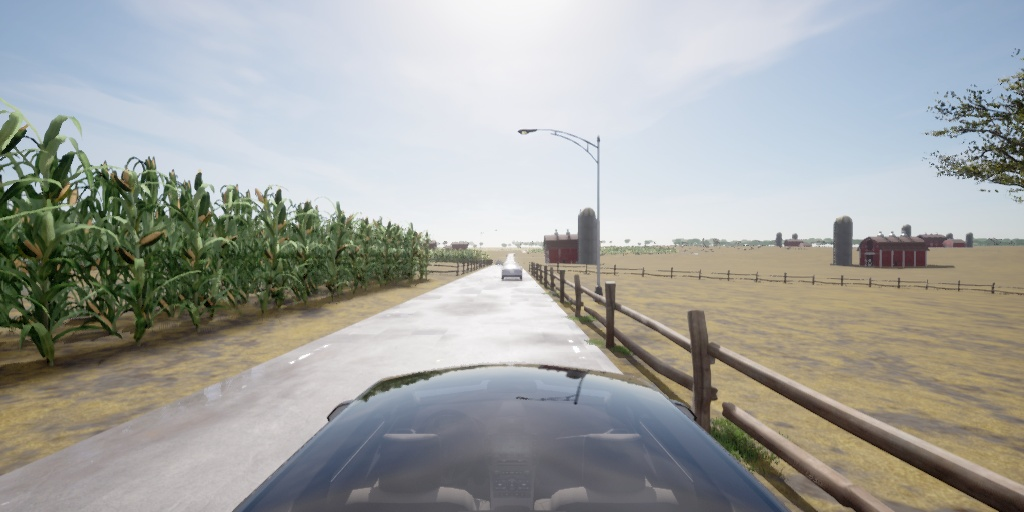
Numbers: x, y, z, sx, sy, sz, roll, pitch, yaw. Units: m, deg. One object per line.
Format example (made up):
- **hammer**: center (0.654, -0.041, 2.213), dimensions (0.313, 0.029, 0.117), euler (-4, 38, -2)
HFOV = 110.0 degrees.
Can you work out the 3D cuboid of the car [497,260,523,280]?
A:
- **car**: center (0.000, 1.331, 31.504), dimensions (2.033, 1.411, 5.357), euler (0, 0, 0)
